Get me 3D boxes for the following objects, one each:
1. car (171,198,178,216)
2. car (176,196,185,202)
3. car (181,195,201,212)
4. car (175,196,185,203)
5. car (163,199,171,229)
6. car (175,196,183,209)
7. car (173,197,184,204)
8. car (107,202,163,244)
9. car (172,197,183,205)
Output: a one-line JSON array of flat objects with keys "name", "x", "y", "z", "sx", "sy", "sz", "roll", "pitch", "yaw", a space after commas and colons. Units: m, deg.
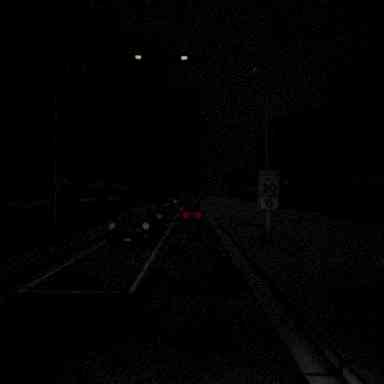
[{"name": "car", "x": -2.644, "y": 1.589, "z": 32.652, "sx": 1.802, "sy": 1.307, "sz": 4.206, "roll": 0, "pitch": 0, "yaw": 0}, {"name": "car", "x": -2.651, "y": 1.714, "z": 78.161, "sx": 1.947, "sy": 1.339, "sz": 4.313, "roll": 0, "pitch": 0, "yaw": 0}, {"name": "car", "x": -0.002, "y": 1.503, "z": 39.695, "sx": 1.882, "sy": 1.535, "sz": 5.008, "roll": 0, "pitch": 0, "yaw": 0}, {"name": "car", "x": -2.650, "y": 1.674, "z": 72.472, "sx": 2.008, "sy": 1.369, "sz": 4.403, "roll": 0, "pitch": 0, "yaw": 0}, {"name": "car", "x": -2.641, "y": 1.435, "z": 21.274, "sx": 1.967, "sy": 1.590, "sz": 4.097, "roll": 0, "pitch": 0, "yaw": 0}, {"name": "car", "x": -2.646, "y": 1.580, "z": 44.029, "sx": 2.008, "sy": 1.369, "sz": 4.403, "roll": 0, "pitch": 0, "yaw": 0}, {"name": "car", "x": -2.649, "y": 1.645, "z": 66.783, "sx": 1.887, "sy": 1.381, "sz": 4.507, "roll": 0, "pitch": 0, "yaw": 0}, {"name": "car", "x": -2.641, "y": 1.432, "z": 15.586, "sx": 1.967, "sy": 1.590, "sz": 4.097, "roll": 0, "pitch": 0, "yaw": 0}, {"name": "car", "x": -2.649, "y": 1.625, "z": 61.095, "sx": 1.887, "sy": 1.381, "sz": 4.507, "roll": 0, "pitch": 0, "yaw": 0}]
